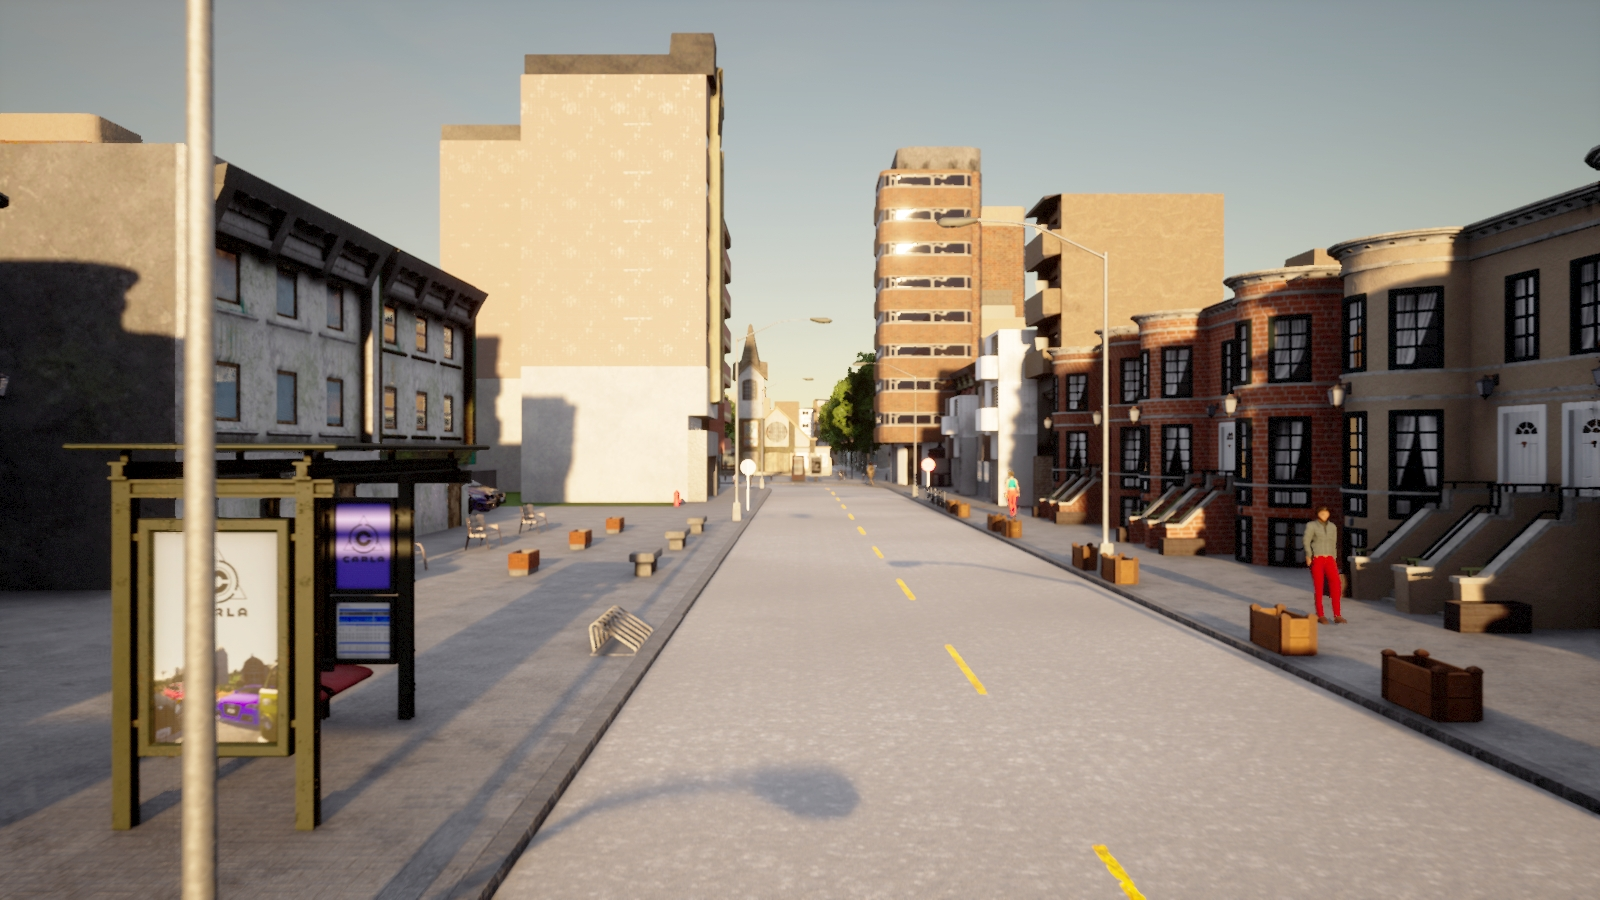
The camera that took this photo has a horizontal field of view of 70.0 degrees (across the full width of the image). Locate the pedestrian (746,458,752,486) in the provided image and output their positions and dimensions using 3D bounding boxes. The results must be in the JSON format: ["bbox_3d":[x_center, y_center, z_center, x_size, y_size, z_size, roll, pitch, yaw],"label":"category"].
[{"bbox_3d":[-3.395,1.474,75.552,0.375,1.860,0.375,0,0,-1],"label":"pedestrian"}]

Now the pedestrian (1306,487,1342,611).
[{"bbox_3d":[8.057,1.512,17.569,0.375,1.860,0.375,0,0,0],"label":"pedestrian"}]

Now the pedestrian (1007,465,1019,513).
[{"bbox_3d":[8.226,1.494,44.140,0.375,1.860,0.375,0,0,-3],"label":"pedestrian"}]
